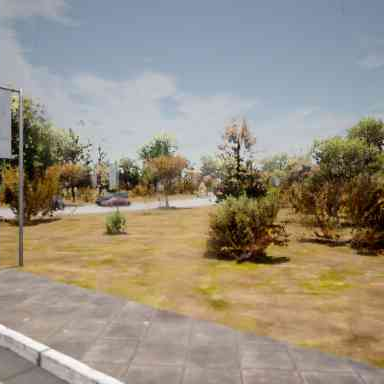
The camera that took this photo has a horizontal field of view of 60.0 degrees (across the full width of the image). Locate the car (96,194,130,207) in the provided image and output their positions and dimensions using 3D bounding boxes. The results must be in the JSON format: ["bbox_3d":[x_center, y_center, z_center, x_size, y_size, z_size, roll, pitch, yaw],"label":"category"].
[{"bbox_3d":[-11.039,1.460,48.293,1.812,1.442,4.674,0,1,38],"label":"car"}]

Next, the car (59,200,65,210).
[{"bbox_3d":[-17.740,1.347,39.946,2.097,1.767,4.553,0,0,39],"label":"car"}]

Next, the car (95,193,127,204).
[{"bbox_3d":[-12.424,1.135,52.164,2.150,2.045,5.566,0,0,39],"label":"car"}]
